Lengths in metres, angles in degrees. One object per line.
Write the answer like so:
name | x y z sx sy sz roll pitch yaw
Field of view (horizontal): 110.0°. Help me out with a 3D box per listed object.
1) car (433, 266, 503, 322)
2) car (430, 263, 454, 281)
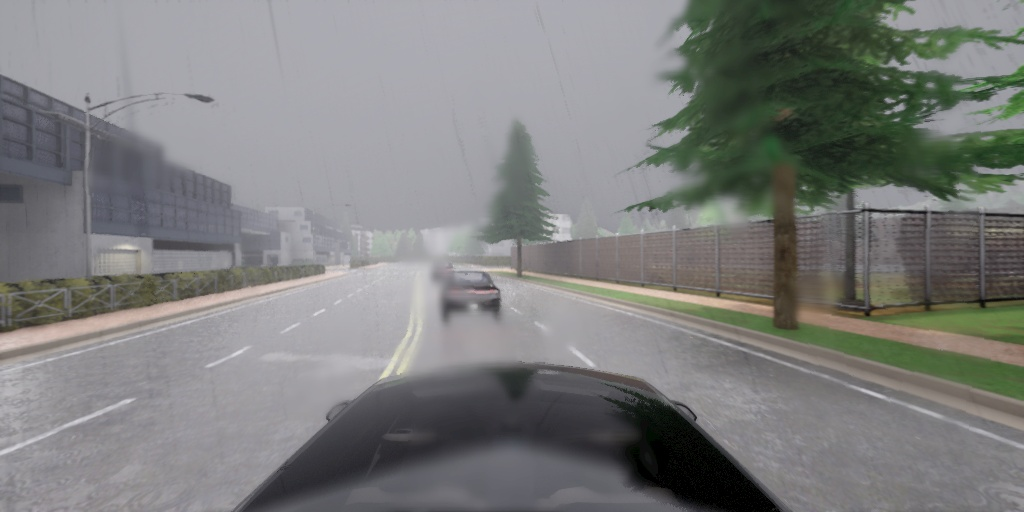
car | -1.558 1.259 12.491 2.128 1.511 4.902 0 0 -12
car | -5.432 1.302 28.529 2.128 1.511 4.902 0 0 -14
